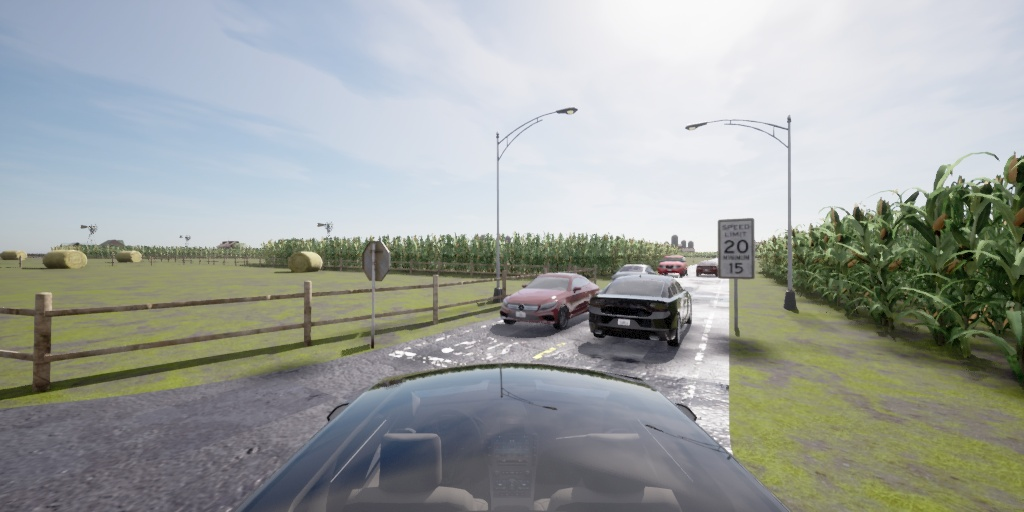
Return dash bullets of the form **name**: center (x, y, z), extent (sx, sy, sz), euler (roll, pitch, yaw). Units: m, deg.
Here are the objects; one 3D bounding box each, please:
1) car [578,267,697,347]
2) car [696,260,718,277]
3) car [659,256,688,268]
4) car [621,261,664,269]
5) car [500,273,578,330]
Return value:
- **car**: center (3.618, 1.231, 9.601), extent (1.882, 1.535, 5.008), euler (0, 0, 31)
- **car**: center (19.753, 1.229, 36.133), extent (1.882, 1.535, 5.008), euler (0, 0, 32)
- **car**: center (15.948, 0.988, 35.392), extent (2.150, 2.045, 5.566), euler (0, 0, 32)
- **car**: center (7.199, 1.258, 21.014), extent (2.128, 1.511, 4.902), euler (0, 0, 31)
- **car**: center (1.441, 1.291, 11.508), extent (1.812, 1.442, 4.674), euler (0, 0, 31)
